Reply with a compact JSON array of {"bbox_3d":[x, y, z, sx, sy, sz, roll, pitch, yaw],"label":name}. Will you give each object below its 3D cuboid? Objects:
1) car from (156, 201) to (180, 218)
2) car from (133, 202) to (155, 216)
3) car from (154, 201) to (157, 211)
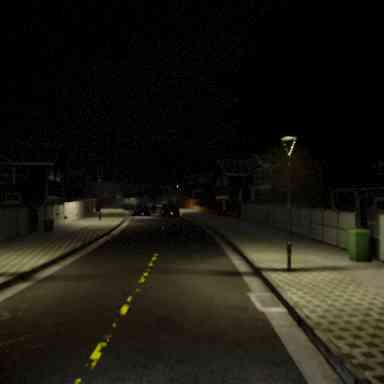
[{"bbox_3d":[-2.492,1.954,36.394,1.837,1.490,4.892,0,-1,-10],"label":"car"},{"bbox_3d":[-5.804,2.009,38.357,2.033,1.411,5.357,0,-1,-11],"label":"car"},{"bbox_3d":[-4.700,2.049,46.535,2.128,1.511,4.902,0,-1,-14],"label":"car"}]
